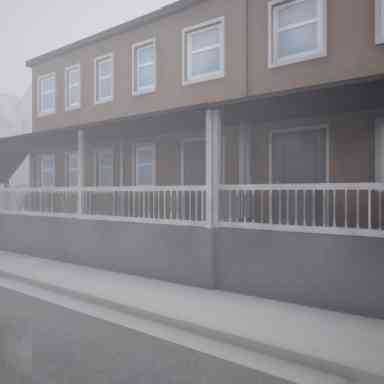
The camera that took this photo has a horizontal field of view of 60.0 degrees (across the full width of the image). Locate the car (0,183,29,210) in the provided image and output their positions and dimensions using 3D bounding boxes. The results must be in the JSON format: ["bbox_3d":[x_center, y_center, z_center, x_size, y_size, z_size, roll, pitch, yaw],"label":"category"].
[{"bbox_3d":[-15.188,0.727,27.240,2.150,2.045,5.566,0,14,34],"label":"car"}]
